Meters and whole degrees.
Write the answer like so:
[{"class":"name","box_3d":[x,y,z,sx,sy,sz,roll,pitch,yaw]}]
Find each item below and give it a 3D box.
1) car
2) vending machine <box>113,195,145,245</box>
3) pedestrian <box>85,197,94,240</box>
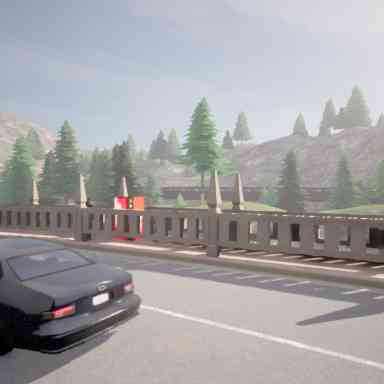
[{"class":"car","box_3d":[-3.432,1.546,5.942,5.357,1.411,2.033,0,0,31]},{"class":"vending machine","box_3d":[-2.789,1.189,14.724,0.880,2.100,1.100,1,0,29]},{"class":"pedestrian","box_3d":[-4.483,1.136,14.322,0.375,1.860,0.375,1,1,28]}]
